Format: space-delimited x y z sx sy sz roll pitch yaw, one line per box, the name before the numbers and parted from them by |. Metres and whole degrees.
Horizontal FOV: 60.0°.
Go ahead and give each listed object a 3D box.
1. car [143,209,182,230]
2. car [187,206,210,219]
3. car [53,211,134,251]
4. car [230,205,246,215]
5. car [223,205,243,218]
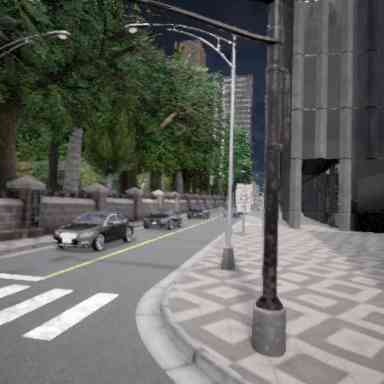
car | -2.101 1.983 24.648 1.994 1.385 4.181 1 -1 13
car | 0.773 2.340 37.843 1.994 1.385 4.181 1 -1 13
car | -4.208 1.643 14.961 2.128 1.511 4.902 1 -1 12
car | 7.610 2.859 54.762 2.033 1.411 5.357 1 -1 13
car | 5.202 2.566 43.494 2.033 1.411 5.357 1 -1 13
